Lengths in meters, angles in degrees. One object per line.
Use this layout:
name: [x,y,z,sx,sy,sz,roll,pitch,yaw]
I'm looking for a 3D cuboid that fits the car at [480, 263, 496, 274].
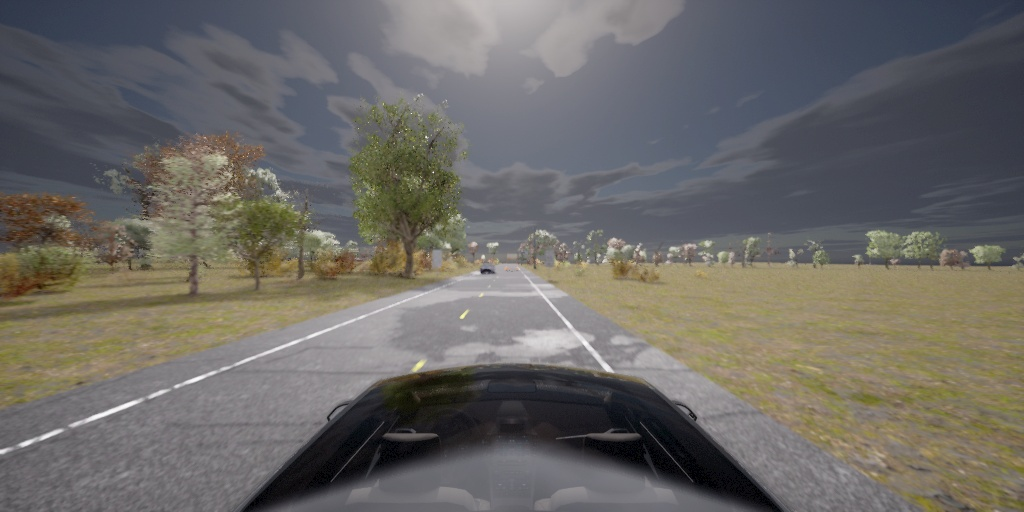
car: [-3.559,1.777,52.807,2.097,1.767,4.553,0,-1,0]
